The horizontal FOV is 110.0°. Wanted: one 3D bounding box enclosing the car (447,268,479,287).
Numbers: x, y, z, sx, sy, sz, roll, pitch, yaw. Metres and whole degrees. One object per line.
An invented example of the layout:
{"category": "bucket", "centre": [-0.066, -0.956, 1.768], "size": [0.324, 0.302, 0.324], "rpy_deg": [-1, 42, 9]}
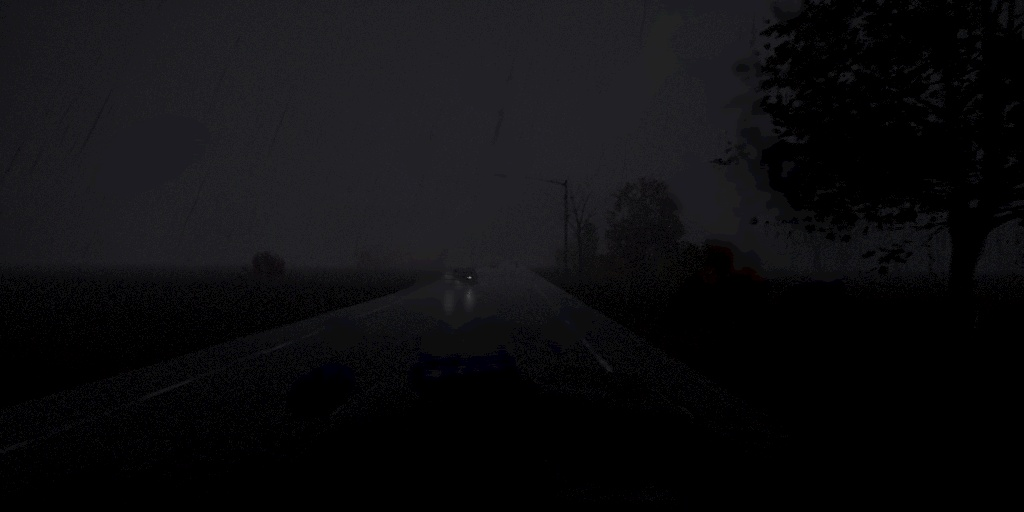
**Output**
{"category": "car", "centre": [-3.597, 1.561, 26.690], "size": [1.895, 1.301, 4.718], "rpy_deg": [0, 0, 0]}
